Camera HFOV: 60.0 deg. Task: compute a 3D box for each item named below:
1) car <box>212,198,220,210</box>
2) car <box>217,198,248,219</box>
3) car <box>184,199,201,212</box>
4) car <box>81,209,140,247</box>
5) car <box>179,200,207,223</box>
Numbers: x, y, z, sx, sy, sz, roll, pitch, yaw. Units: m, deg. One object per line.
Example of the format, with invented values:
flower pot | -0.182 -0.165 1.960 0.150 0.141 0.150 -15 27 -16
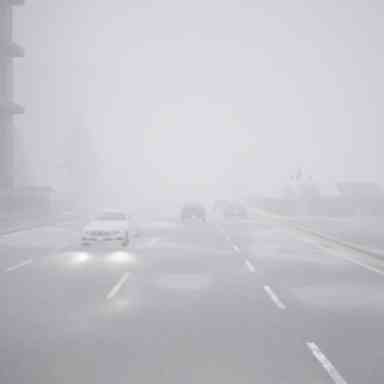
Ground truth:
car | 3.551 1.418 41.249 1.882 1.535 5.008 0 0 0
car | 3.563 1.523 28.687 1.994 1.385 4.181 0 0 0
car | 0.076 1.546 38.684 1.895 1.301 4.718 0 0 0
car | -3.512 1.506 15.077 1.812 1.442 4.674 0 0 0
car | 0.086 1.467 25.461 1.837 1.490 4.892 0 0 0
